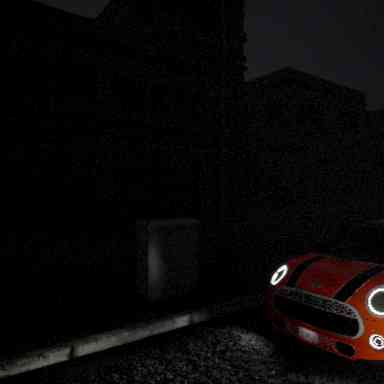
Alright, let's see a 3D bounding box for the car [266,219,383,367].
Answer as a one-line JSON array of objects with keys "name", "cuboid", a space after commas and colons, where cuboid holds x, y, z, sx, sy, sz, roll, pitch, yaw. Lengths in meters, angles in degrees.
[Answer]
[{"name": "car", "cuboid": [3.392, 1.306, 5.798, 4.553, 1.767, 2.097, -1, 1, -35]}]
